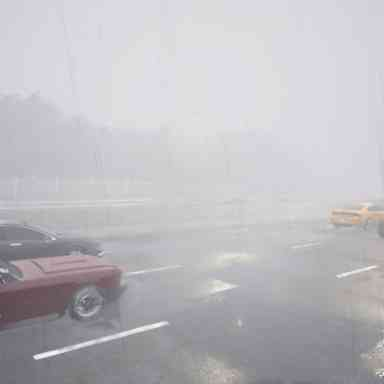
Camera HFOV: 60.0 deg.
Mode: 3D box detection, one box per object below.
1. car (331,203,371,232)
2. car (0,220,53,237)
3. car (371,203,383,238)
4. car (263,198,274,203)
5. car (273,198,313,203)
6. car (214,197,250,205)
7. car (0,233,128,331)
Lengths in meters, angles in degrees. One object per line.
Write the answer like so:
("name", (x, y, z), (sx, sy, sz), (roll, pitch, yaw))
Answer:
("car", (10.213, 1.381, 19.577), (5.008, 1.535, 1.882), (0, 0, -35))
("car", (-4.879, 1.503, 8.862), (4.892, 1.490, 1.837), (0, 0, -36))
("car", (10.792, 1.268, 15.700), (4.553, 1.767, 2.097), (0, 0, -35))
("car", (9.155, 1.372, 36.156), (4.674, 1.442, 1.812), (0, 0, -35))
("car", (10.545, 1.377, 32.858), (4.674, 1.442, 1.812), (0, 0, -35))
("car", (5.040, 1.324, 41.819), (5.008, 1.535, 1.882), (0, 0, -35))
("car", (-3.534, 1.600, 5.524), (4.718, 1.301, 1.895), (0, 0, -36))
